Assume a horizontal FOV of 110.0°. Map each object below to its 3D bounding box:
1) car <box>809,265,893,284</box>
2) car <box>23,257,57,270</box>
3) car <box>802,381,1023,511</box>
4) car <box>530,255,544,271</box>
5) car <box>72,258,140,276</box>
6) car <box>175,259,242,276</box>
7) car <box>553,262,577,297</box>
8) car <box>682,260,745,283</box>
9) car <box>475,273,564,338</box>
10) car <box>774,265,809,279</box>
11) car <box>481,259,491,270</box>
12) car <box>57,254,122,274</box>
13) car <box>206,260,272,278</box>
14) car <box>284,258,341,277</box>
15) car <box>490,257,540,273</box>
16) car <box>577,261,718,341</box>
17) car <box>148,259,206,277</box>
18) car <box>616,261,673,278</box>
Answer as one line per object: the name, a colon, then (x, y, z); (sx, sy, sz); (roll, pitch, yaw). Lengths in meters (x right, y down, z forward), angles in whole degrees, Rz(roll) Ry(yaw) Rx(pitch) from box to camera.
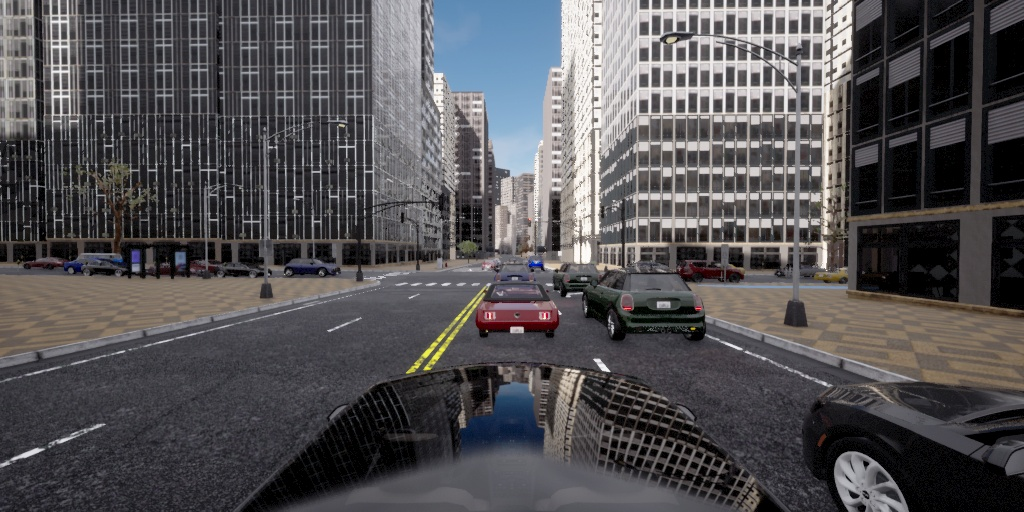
car: (27.700, 1.579, 29.410); (4.829, 1.417, 1.751); (0, 0, 1)
car: (-50.889, 0.794, 39.391); (4.207, 1.307, 1.802); (0, 0, 1)
car: (3.342, 1.255, 0.990); (1.837, 1.490, 4.892); (0, 0, 0)
car: (3.247, 0.938, 48.871); (2.150, 2.045, 5.566); (0, 0, 3)
car: (-34.035, 1.070, 30.577); (4.313, 1.339, 1.948); (0, 0, 1)
car: (-27.948, 1.042, 33.075); (4.674, 1.442, 1.812); (1, 1, 2)
car: (3.385, 1.093, 18.983); (2.097, 1.767, 4.553); (0, 0, 0)
car: (16.253, 1.269, 29.632); (5.009, 1.841, 2.192); (0, 0, 1)
car: (0.115, 1.347, 10.142); (1.895, 1.301, 4.718); (0, 0, 0)
car: (28.258, 1.529, 35.175); (4.181, 1.385, 1.994); (1, 1, 1)
car: (-3.224, 1.241, 50.612); (1.812, 1.442, 4.674); (0, 0, 0)
car: (-38.421, 0.899, 33.311); (5.008, 1.535, 1.882); (1, 1, 2)
car: (-22.671, 1.174, 30.246); (4.313, 1.339, 1.948); (0, 0, 1)
car: (-18.167, 0.958, 32.815); (4.553, 1.767, 2.097); (1, 1, 2)
car: (0.136, 1.092, 19.136); (2.097, 1.767, 4.553); (0, 0, 0)
car: (3.359, 1.098, 10.045); (2.097, 1.767, 4.553); (0, 0, 0)
car: (-28.355, 1.139, 30.391); (4.207, 1.307, 1.802); (0, 0, 1)
car: (13.030, 1.322, 35.578); (4.902, 1.511, 2.128); (1, 1, 3)
